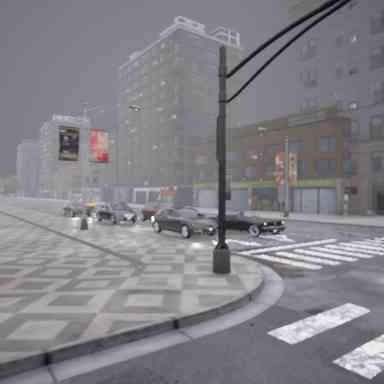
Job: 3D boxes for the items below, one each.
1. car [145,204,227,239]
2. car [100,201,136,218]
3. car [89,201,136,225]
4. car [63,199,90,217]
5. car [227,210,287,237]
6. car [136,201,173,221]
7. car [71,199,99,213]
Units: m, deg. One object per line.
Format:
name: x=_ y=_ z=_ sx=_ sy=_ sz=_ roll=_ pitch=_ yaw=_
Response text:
car: x=-0.496 y=1.623 z=18.493 sx=1.837 sy=1.490 sz=4.892 roll=0 pitch=0 yaw=-36
car: x=-7.611 y=1.703 z=33.827 sx=1.837 sy=1.490 sz=4.892 roll=0 pitch=0 yaw=-36
car: x=-5.989 y=1.646 z=26.055 sx=2.128 sy=1.511 sz=4.902 roll=0 pitch=0 yaw=-36
car: x=-11.833 y=1.691 z=34.117 sx=1.837 sy=1.490 sz=4.892 roll=0 pitch=0 yaw=-36
car: x=3.048 y=1.733 z=19.151 sx=1.895 sy=1.301 sz=4.718 roll=0 pitch=0 yaw=-36
car: x=-2.272 y=1.519 z=26.479 sx=2.097 sy=1.767 sz=4.553 roll=0 pitch=0 yaw=-36
car: x=-13.643 y=1.704 z=42.185 sx=1.882 sy=1.535 sz=5.008 roll=0 pitch=0 yaw=-35
